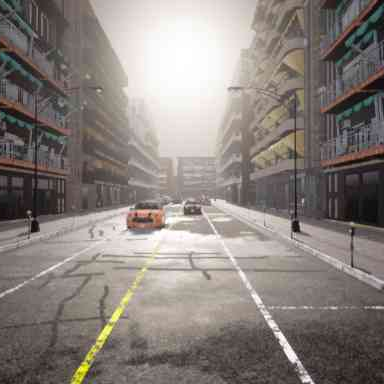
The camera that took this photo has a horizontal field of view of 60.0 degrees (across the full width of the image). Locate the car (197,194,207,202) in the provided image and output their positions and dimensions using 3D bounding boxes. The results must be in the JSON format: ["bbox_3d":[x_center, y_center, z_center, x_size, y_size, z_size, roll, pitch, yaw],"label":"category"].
[{"bbox_3d":[2.466,1.444,81.531,2.192,1.841,5.009,1,0,0],"label":"car"}]

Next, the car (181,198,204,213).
[{"bbox_3d":[0.041,1.640,36.970,1.895,1.301,4.718,0,0,0],"label":"car"}]

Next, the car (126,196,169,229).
[{"bbox_3d":[-2.880,1.374,21.531,2.097,1.767,4.553,0,0,0],"label":"car"}]

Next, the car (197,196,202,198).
[{"bbox_3d":[0.010,1.616,46.805,1.994,1.385,4.181,0,0,0],"label":"car"}]

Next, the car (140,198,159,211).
[{"bbox_3d":[-5.361,1.571,42.372,1.752,1.417,4.829,1,0,0],"label":"car"}]

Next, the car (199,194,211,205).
[{"bbox_3d":[2.494,1.599,59.445,1.752,1.417,4.829,1,0,0],"label":"car"}]

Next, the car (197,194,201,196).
[{"bbox_3d":[2.480,1.539,70.402,1.967,1.590,4.097,1,0,0],"label":"car"}]

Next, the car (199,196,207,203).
[{"bbox_3d":[2.471,1.695,75.965,1.802,1.307,4.206,1,0,0],"label":"car"}]

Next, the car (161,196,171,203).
[{"bbox_3d":[-5.400,1.624,70.191,1.752,1.417,4.829,1,0,0],"label":"car"}]

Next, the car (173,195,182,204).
[{"bbox_3d":[-2.840,1.480,65.599,2.097,1.767,4.553,0,0,0],"label":"car"}]

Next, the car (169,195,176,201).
[{"bbox_3d":[-5.437,1.689,92.448,1.752,1.417,4.829,1,0,0],"label":"car"}]

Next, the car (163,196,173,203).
[{"bbox_3d":[-5.408,1.638,75.755,1.752,1.417,4.829,1,0,0],"label":"car"}]

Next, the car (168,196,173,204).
[{"bbox_3d":[-5.392,1.526,64.798,1.967,1.590,4.097,1,0,0],"label":"car"}]
